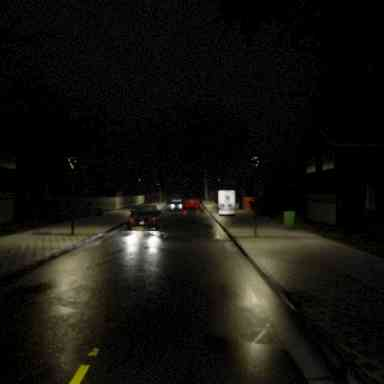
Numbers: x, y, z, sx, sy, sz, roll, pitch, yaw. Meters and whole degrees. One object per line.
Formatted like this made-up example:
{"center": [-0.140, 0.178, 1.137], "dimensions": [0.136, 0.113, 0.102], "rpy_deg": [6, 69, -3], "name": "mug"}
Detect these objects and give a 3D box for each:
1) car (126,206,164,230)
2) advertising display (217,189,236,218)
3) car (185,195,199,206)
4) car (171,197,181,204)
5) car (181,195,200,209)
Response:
{"center": [-2.857, 1.555, 20.910], "dimensions": [1.994, 1.385, 4.181], "rpy_deg": [0, 0, 0], "name": "car"}
{"center": [2.985, 1.012, 28.554], "dimensions": [1.540, 2.440, 0.280], "rpy_deg": [-1, -1, 0], "name": "advertising display"}
{"center": [-0.020, 1.317, 54.351], "dimensions": [2.097, 1.767, 4.553], "rpy_deg": [0, 0, 0], "name": "car"}
{"center": [-2.803, 1.558, 61.917], "dimensions": [1.895, 1.301, 4.718], "rpy_deg": [0, 0, 1], "name": "car"}
{"center": [0.042, 1.326, 44.604], "dimensions": [2.097, 1.767, 4.553], "rpy_deg": [0, 0, 1], "name": "car"}
